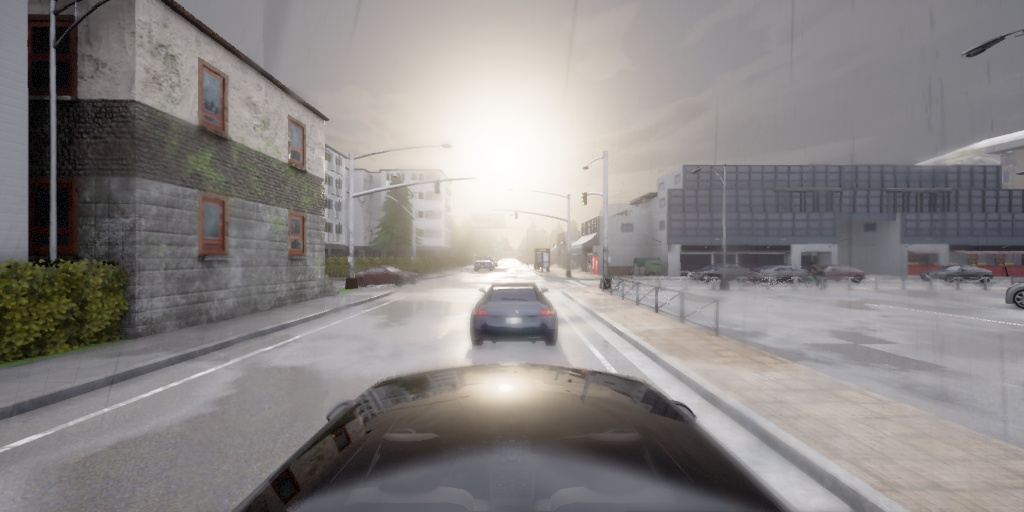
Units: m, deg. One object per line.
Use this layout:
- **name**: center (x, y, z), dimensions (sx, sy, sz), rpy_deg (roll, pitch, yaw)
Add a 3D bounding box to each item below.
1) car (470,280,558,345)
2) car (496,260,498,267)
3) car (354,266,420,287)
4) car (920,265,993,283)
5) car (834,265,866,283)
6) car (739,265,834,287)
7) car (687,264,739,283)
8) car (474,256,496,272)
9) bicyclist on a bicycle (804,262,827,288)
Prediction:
- **car**: center (0.053, 1.313, 9.463), dimensions (1.994, 1.385, 4.181), rpy_deg (0, 0, 0)
- **car**: center (-3.654, 1.347, 56.973), dimensions (1.895, 1.301, 4.718), rpy_deg (0, 0, 0)
- **car**: center (-8.639, 1.395, 24.762), dimensions (4.674, 1.442, 1.812), rpy_deg (-3, -1, 17)
- **car**: center (36.708, 1.450, 29.612), dimensions (4.674, 1.442, 1.812), rpy_deg (0, 0, 0)
- **car**: center (26.398, 1.450, 29.590), dimensions (4.674, 1.442, 1.812), rpy_deg (0, 0, 0)
- **car**: center (19.690, 1.416, 25.870), dimensions (4.902, 1.511, 2.128), rpy_deg (0, 0, 0)
- **car**: center (17.033, 1.416, 29.561), dimensions (4.902, 1.511, 2.128), rpy_deg (0, 0, 0)
- **car**: center (-3.653, 0.969, 47.080), dimensions (2.150, 2.045, 5.566), rpy_deg (0, 0, 0)
- **bicyclist on a bicycle**: center (18.689, 1.226, 22.084), dimensions (0.582, 1.620, 1.656), rpy_deg (0, 0, 0)
